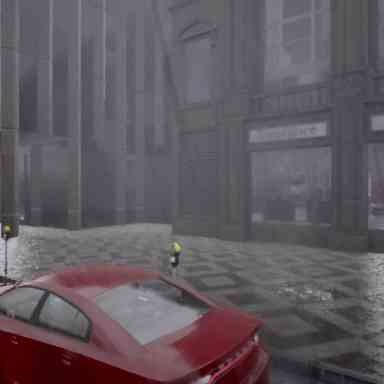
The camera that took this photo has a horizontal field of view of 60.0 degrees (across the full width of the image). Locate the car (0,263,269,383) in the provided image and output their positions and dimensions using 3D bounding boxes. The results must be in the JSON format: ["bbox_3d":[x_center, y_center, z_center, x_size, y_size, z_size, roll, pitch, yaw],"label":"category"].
[{"bbox_3d":[-1.357,1.575,4.040,4.507,1.381,1.887,-1,0,36],"label":"car"}]
